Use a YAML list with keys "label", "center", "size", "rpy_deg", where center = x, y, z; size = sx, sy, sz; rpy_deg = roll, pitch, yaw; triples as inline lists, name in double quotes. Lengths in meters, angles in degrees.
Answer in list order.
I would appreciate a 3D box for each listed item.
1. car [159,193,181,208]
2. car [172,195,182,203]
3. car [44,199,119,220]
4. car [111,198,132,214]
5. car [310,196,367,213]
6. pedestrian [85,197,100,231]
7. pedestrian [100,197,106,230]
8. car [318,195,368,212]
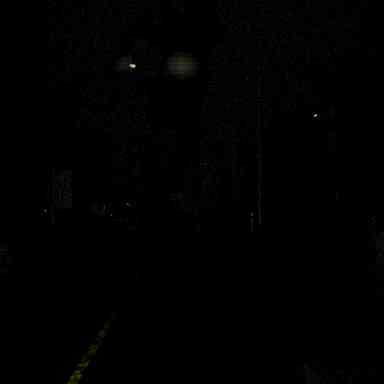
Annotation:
- label: "car"
  center: [-3.180, 1.181, 46.672]
  size: [2.150, 2.045, 5.566]
  rpy_deg: [0, 0, 4]
- label: "car"
  center: [-3.102, 1.404, 69.385]
  size: [1.882, 1.535, 5.008]
  rpy_deg: [0, 0, -1]
- label: "car"
  center: [-8.819, 1.462, 26.021]
  size: [5.357, 1.411, 2.033]
  rpy_deg: [-1, -1, 9]
- label: "car"
  center: [-8.960, 1.471, 36.370]
  size: [4.553, 1.767, 2.097]
  rpy_deg: [-2, -1, -1]
- label: "car"
  center: [14.465, 1.299, 33.562]
  size: [5.008, 1.535, 1.882]
  rpy_deg: [-1, -1, -1]
- label: "pedestrian"
  center: [-5.282, 1.139, 17.595]
  size: [0.375, 1.860, 0.375]
  rpy_deg: [1, -1, 0]
- label: "pedestrian"
  center: [-5.027, 1.139, 18.340]
  size: [0.375, 1.860, 0.375]
  rpy_deg: [1, -1, 0]
- label: "car"
  center: [16.704, 1.215, 36.855]
  size: [4.553, 1.767, 2.097]
  rpy_deg: [-1, -1, -1]
